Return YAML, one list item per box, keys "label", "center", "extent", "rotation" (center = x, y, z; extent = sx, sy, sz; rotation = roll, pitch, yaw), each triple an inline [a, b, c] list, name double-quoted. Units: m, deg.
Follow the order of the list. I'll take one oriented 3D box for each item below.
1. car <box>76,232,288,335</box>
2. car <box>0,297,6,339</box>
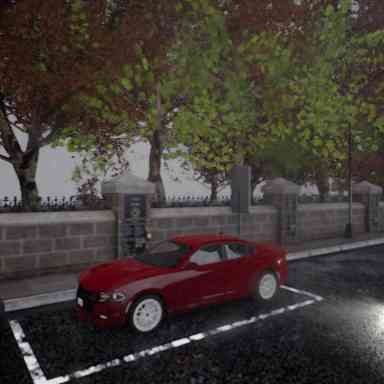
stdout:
- label: "car"
  center: [0.012, 1.547, 6.721]
  extent: [4.507, 1.381, 1.887]
  rotation: [0, 0, -35]
- label: "car"
  center: [-4.471, 1.550, 3.465]
  extent: [4.403, 1.369, 2.008]
  rotation: [0, 0, -35]
